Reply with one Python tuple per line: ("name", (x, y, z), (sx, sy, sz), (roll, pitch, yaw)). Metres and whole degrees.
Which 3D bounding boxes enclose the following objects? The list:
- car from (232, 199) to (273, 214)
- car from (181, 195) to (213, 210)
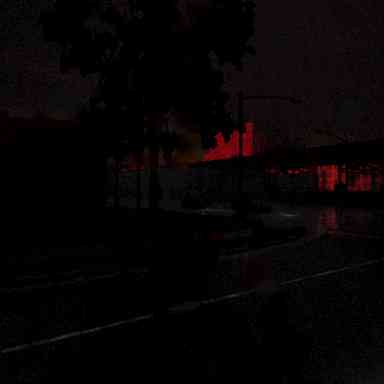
("car", (6.377, 1.478, 35.362), (1.882, 1.535, 5.008), (0, 0, -34))
("car", (0.546, 1.547, 44.098), (2.033, 1.411, 5.357), (0, 0, -33))
